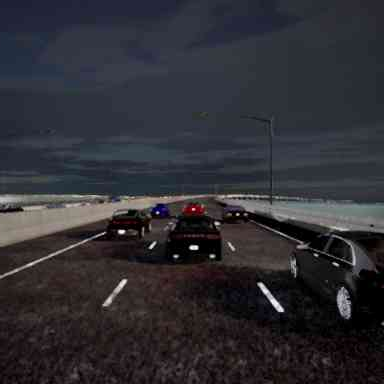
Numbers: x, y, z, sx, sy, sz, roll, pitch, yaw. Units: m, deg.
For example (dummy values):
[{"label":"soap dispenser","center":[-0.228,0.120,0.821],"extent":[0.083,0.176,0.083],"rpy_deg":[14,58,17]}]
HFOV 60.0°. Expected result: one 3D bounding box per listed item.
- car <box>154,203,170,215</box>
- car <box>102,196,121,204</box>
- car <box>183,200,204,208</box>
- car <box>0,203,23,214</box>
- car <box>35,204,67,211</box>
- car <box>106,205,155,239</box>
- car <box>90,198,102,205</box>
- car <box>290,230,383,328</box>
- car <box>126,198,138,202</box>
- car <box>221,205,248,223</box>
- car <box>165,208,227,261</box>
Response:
[{"label":"car","center":[-3.341,1.888,34.808],"extent":[1.812,1.442,4.674],"rpy_deg":[0,-1,0]},{"label":"car","center":[-16.897,1.914,71.406],"extent":[2.150,2.045,5.566],"rpy_deg":[0,-1,1]},{"label":"car","center":[0.161,1.700,33.599],"extent":[2.097,1.767,4.553],"rpy_deg":[0,-1,0]},{"label":"car","center":[-17.554,1.824,30.846],"extent":[2.128,1.511,4.902],"rpy_deg":[0,-1,0]},{"label":"car","center":[-14.039,1.904,33.479],"extent":[2.033,1.411,5.357],"rpy_deg":[0,-1,1]},{"label":"car","center":[-3.414,1.702,18.562],"extent":[1.837,1.490,4.892],"rpy_deg":[0,-1,0]},{"label":"car","center":[-20.395,2.048,71.544],"extent":[2.097,1.767,4.553],"rpy_deg":[0,-1,1]},{"label":"car","center":[3.555,1.581,7.163],"extent":[1.837,1.490,4.892],"rpy_deg":[0,0,0]},{"label":"car","center":[-13.331,2.061,74.439],"extent":[2.097,1.767,4.553],"rpy_deg":[0,-1,1]},{"label":"car","center":[3.624,1.843,28.691],"extent":[2.033,1.411,5.357],"rpy_deg":[0,-1,0]},{"label":"car","center":[0.073,1.614,12.932],"extent":[1.882,1.535,5.008],"rpy_deg":[0,0,0]}]
